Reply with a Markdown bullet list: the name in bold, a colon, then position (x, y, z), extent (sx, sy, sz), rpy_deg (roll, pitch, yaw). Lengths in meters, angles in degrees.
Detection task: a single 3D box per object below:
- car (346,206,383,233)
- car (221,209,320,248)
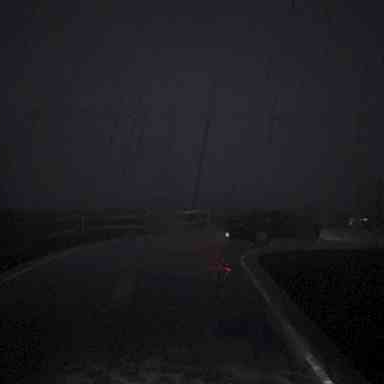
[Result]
- **car**: position (11.431, 1.511, 19.057), extent (4.902, 1.511, 2.128), rpy_deg (0, 0, -5)
- **car**: position (3.614, 1.522, 15.003), extent (4.892, 1.490, 1.837), rpy_deg (0, -5, -29)
